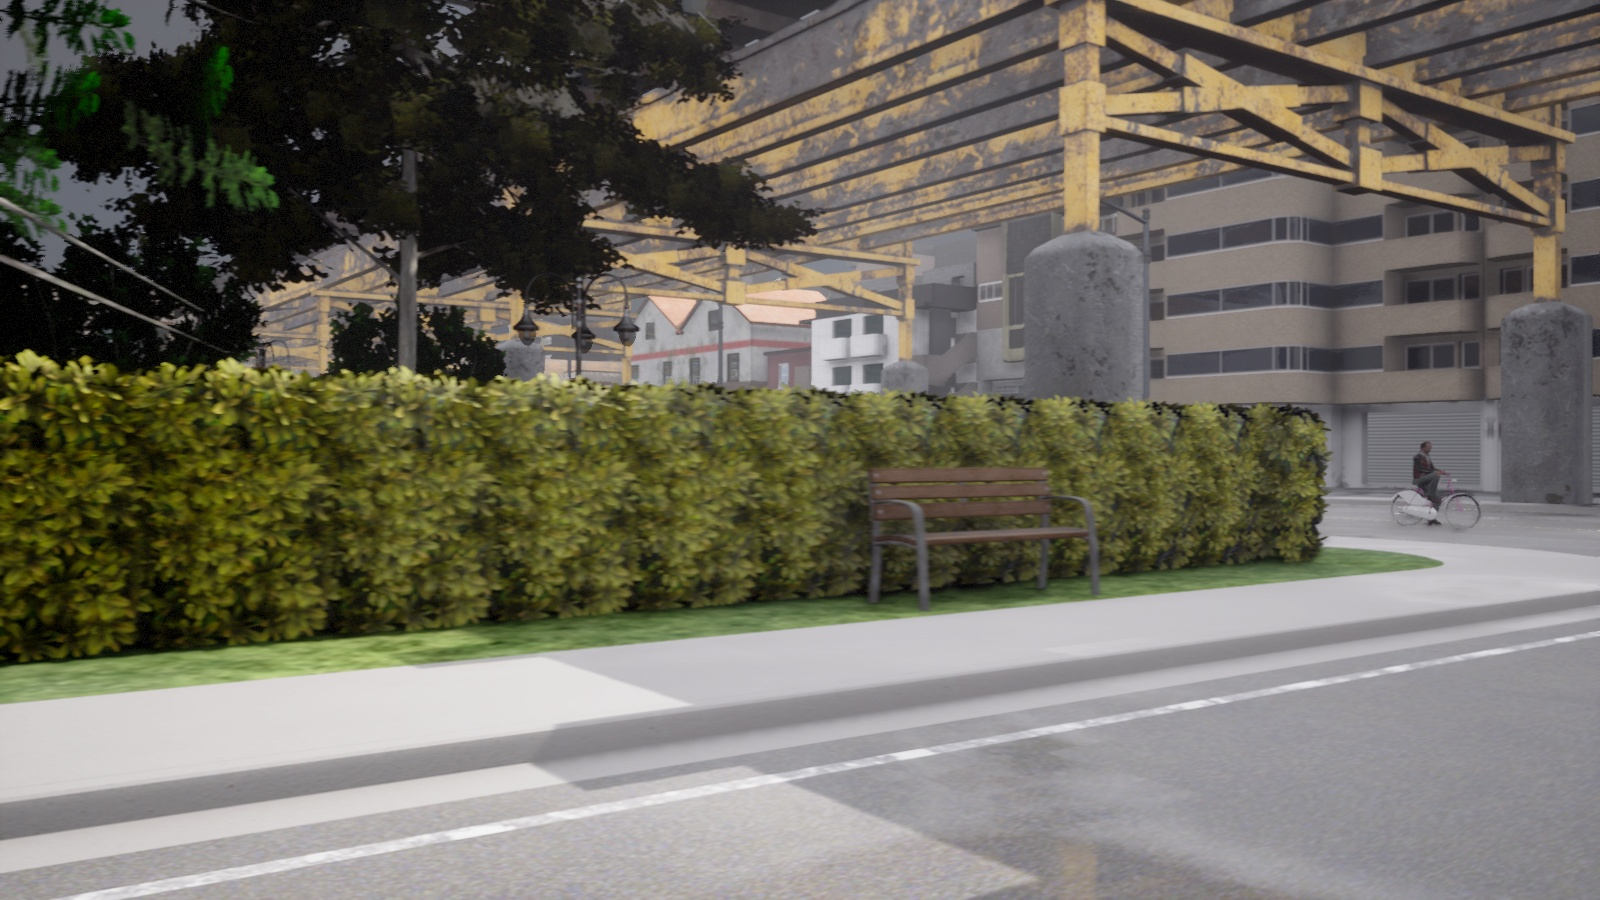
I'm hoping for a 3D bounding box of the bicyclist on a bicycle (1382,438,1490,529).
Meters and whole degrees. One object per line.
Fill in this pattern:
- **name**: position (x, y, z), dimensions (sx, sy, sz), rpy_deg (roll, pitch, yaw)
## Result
- **bicyclist on a bicycle**: position (12.830, 0.651, 25.366), dimensions (0.659, 1.776, 1.843), rpy_deg (0, 0, -35)
